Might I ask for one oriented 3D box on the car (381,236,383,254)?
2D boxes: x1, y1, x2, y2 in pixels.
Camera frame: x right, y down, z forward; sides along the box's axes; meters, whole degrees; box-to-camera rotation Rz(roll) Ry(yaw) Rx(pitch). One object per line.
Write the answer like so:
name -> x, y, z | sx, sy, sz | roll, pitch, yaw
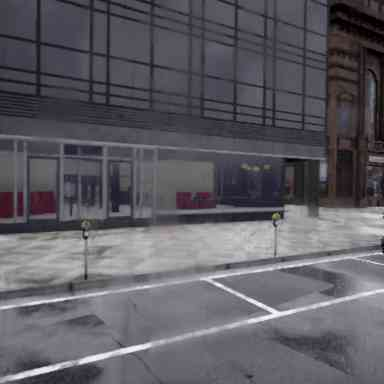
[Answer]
car -> 8.101, 1.450, 10.884 | 4.313, 1.339, 1.947 | 0, 1, -29
